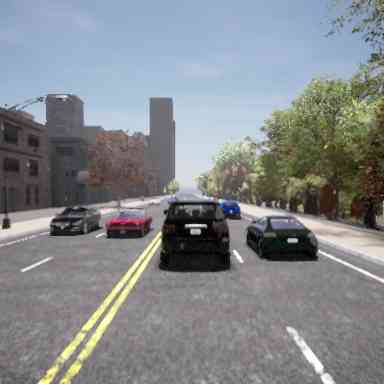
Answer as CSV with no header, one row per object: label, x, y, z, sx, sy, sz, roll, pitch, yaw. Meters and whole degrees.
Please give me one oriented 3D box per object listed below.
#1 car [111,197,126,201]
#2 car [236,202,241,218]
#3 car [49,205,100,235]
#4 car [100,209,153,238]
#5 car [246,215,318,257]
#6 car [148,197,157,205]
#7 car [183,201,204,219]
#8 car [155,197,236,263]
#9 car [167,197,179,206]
car,-20.651,2.036,92.361,4.313,1.339,1.947,-1,1,-1
car,3.364,1.549,30.979,1.882,1.535,5.008,0,0,0
car,-6.589,1.550,19.351,1.837,1.490,4.892,0,0,0
car,-3.342,1.643,18.281,1.895,1.301,4.718,0,0,0
car,3.357,1.594,13.100,1.994,1.385,4.181,0,0,0
car,-6.717,1.667,60.116,1.812,1.442,4.674,0,0,0
car,0.114,1.596,30.530,1.812,1.442,4.674,0,0,0
car,0.106,1.250,12.279,2.150,2.045,5.566,0,0,0
car,-3.464,1.618,60.484,1.882,1.535,5.008,0,0,0
